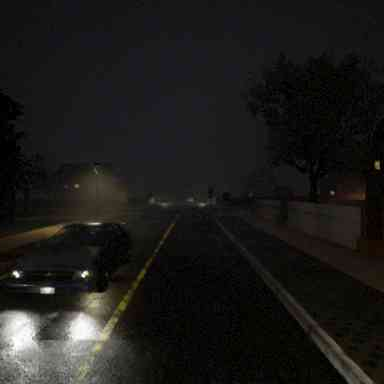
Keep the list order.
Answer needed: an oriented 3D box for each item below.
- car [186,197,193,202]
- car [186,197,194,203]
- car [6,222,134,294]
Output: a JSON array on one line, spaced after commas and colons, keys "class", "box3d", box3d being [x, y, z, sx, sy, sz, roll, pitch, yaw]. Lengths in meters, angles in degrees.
[{"class": "car", "box3d": [-0.773, 2.043, 93.458, 1.882, 1.535, 5.008, 0, -1, -2]}, {"class": "car", "box3d": [-0.579, 2.065, 81.765, 1.812, 1.442, 4.674, 0, -1, -1]}, {"class": "car", "box3d": [-2.852, 1.562, 9.228, 2.033, 1.411, 5.357, 0, 0, 0]}]
